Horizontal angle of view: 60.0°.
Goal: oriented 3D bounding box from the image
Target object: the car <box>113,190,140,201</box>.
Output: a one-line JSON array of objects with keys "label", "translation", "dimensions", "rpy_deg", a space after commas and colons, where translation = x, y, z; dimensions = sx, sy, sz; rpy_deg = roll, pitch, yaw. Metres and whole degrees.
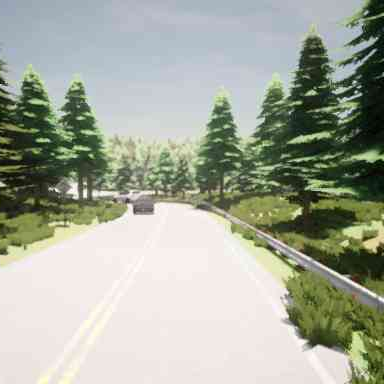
[{"label": "car", "translation": [-10.425, 0.772, 53.301], "dimensions": [5.566, 2.045, 2.150], "rpy_deg": [-1, 3, 41]}]

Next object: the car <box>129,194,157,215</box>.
[{"label": "car", "translation": [-4.250, 1.197, 29.893], "dimensions": [1.837, 1.490, 4.892], "rpy_deg": [0, 0, -5]}]
